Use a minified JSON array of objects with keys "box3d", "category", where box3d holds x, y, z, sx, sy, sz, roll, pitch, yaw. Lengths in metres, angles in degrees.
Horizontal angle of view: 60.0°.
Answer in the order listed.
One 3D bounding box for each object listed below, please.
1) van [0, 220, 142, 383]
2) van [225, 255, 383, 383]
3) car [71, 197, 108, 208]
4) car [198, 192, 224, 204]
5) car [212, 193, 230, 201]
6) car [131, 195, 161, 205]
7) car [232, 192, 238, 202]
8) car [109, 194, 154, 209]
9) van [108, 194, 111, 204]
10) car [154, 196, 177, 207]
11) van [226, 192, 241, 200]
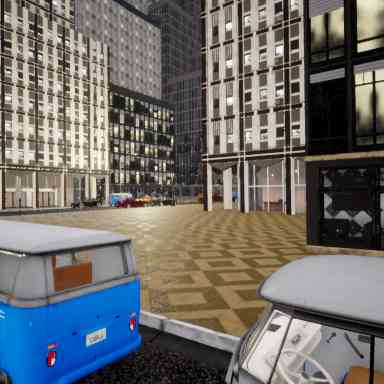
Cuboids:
[{"box3d":[-2.545,1.342,4.703,3.998,1.788,1.690,0,-1,36],"category":"van"},{"box3d":[1.995,1.341,1.464,3.998,1.788,1.690,0,-1,36],"category":"van"},{"box3d":[-13.816,1.404,43.776,1.947,1.339,4.313,0,0,36],"category":"car"},{"box3d":[2.959,0.909,52.504,2.192,1.841,5.009,0,0,36],"category":"car"},{"box3d":[6.177,1.016,71.079,1.967,1.590,4.097,0,0,36],"category":"car"},{"box3d":[-7.252,1.279,52.739,1.752,1.417,4.829,0,0,36],"category":"car"},{"box3d":[6.293,1.101,57.053,2.008,1.369,4.403,0,0,36],"category":"car"},{"box3d":[-7.031,1.267,38.858,1.887,1.381,4.507,0,0,36],"category":"car"},{"box3d":[-10.486,1.136,48.325,1.690,1.788,3.998,0,0,36],"category":"van"},{"box3d":[-3.701,1.230,43.407,2.008,1.369,4.403,0,0,36],"category":"car"},{"box3d":[9.508,0.872,75.630,1.690,1.788,3.998,0,0,36],"category":"van"}]
